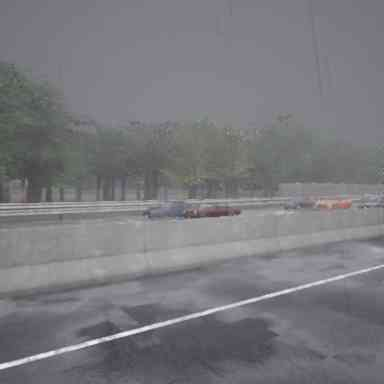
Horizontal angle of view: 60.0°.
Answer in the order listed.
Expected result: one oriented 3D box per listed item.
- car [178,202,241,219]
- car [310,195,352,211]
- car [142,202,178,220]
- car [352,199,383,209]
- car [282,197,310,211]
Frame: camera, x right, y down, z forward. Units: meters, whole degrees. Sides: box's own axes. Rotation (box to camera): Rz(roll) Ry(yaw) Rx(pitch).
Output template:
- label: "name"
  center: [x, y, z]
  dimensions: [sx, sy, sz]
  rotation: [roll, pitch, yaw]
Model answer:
- label: "car"
  center: [1.580, 1.571, 26.357]
  dimensions: [4.718, 1.301, 1.895]
  rotation: [0, 0, -35]
- label: "car"
  center: [15.449, 1.190, 36.156]
  dimensions: [4.553, 1.767, 2.097]
  rotation: [-1, 0, -35]
- label: "car"
  center: [-1.467, 1.525, 27.736]
  dimensions: [5.357, 1.411, 2.033]
  rotation: [0, 0, -38]
- label: "car"
  center: [18.891, 1.382, 34.291]
  dimensions: [4.181, 1.385, 1.994]
  rotation: [-1, 0, -35]
- label: "car"
  center: [12.437, 1.357, 38.256]
  dimensions: [4.892, 1.490, 1.837]
  rotation: [-1, 0, -36]
